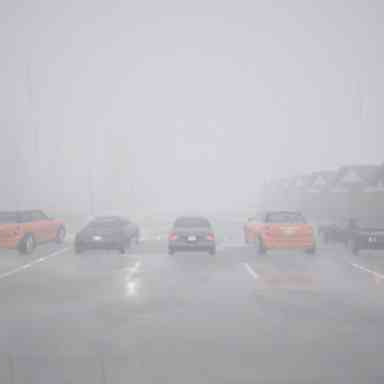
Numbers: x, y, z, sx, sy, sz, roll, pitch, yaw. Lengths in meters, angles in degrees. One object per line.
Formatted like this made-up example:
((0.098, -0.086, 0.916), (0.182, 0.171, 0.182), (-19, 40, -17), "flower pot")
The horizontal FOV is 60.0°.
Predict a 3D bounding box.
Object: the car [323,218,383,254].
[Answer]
((6.998, 1.735, 14.112), (1.895, 1.301, 4.718), (0, 0, 0), "car")

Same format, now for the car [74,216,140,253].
((-3.500, 1.700, 14.326), (1.994, 1.385, 4.181), (0, 0, 0), "car")

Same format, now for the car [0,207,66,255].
((-7.104, 1.483, 14.089), (2.097, 1.767, 4.553), (0, -1, 0), "car")

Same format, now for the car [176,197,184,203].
((-3.522, 2.367, 91.143), (2.033, 1.411, 5.357), (0, -1, 0), "car")

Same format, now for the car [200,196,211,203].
((3.478, 2.203, 91.531), (2.097, 1.767, 4.553), (0, -1, 0), "car")

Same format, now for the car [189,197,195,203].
((-0.022, 2.367, 91.143), (2.033, 1.411, 5.357), (0, -1, 0), "car")

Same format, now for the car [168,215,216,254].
((-0.002, 1.680, 13.993), (2.033, 1.411, 5.357), (0, -1, 0), "car")

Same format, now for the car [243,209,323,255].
((3.499, 1.483, 14.089), (2.097, 1.767, 4.553), (0, -1, 0), "car")

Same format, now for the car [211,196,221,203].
((6.978, 2.391, 91.372), (1.994, 1.385, 4.181), (0, -1, 0), "car")
